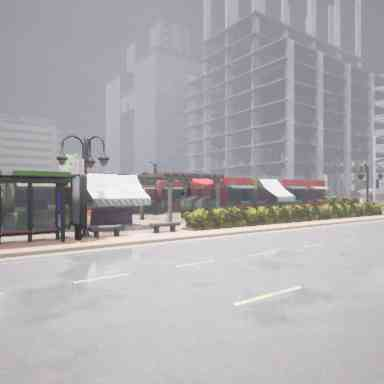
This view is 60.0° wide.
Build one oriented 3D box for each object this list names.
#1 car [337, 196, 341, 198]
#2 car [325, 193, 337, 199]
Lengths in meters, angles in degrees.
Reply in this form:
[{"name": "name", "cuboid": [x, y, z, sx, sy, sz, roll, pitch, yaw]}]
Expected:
[{"name": "car", "cuboid": [29.692, 1.111, 71.018, 1.905, 1.878, 3.866, 0, 0, -36]}, {"name": "car", "cuboid": [27.301, 1.111, 69.307, 1.905, 1.878, 3.866, 0, 0, -36]}]
